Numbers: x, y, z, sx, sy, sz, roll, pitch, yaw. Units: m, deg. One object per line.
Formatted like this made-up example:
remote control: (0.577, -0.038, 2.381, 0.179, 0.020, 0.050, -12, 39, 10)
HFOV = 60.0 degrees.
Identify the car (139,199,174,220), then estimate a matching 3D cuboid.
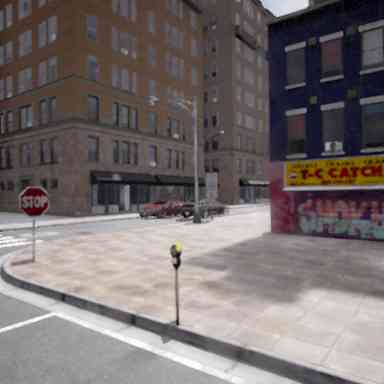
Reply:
car: (-2.068, 1.296, 26.047, 1.812, 1.442, 4.674, -1, 0, 36)

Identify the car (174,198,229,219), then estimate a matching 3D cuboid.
car: (1.066, 1.222, 25.354, 1.837, 1.490, 4.892, -1, 0, 36)
